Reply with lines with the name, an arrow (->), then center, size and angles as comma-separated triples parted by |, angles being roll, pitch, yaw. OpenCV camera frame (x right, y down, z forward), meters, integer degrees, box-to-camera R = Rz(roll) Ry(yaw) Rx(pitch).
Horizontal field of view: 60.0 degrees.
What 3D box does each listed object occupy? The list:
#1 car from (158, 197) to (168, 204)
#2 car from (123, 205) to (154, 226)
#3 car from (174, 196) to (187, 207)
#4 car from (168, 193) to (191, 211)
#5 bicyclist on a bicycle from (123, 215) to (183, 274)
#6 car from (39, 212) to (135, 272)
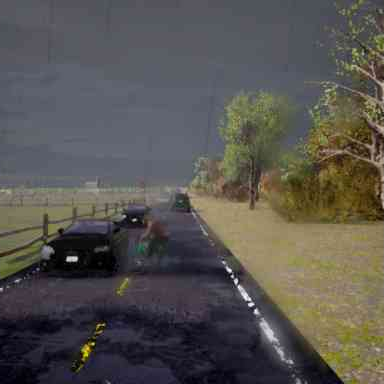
car -> -5.012, 1.508, 58.675 | 1.895, 1.301, 4.718 | 0, 0, -2
car -> -3.652, 1.548, 22.495 | 1.994, 1.385, 4.181 | 0, 0, -3
car -> -1.747, 1.406, 49.853 | 1.882, 1.535, 5.008 | 0, 0, -2
car -> -1.347, 1.174, 39.386 | 2.150, 2.045, 5.566 | 0, 0, -2
bicyclist on a bicycle -> -1.092, 1.452, 9.126 | 1.656, 1.620, 0.582 | -2, 0, -2
car -> -3.198, 1.561, 10.654 | 1.994, 1.385, 4.181 | 0, 0, -2
